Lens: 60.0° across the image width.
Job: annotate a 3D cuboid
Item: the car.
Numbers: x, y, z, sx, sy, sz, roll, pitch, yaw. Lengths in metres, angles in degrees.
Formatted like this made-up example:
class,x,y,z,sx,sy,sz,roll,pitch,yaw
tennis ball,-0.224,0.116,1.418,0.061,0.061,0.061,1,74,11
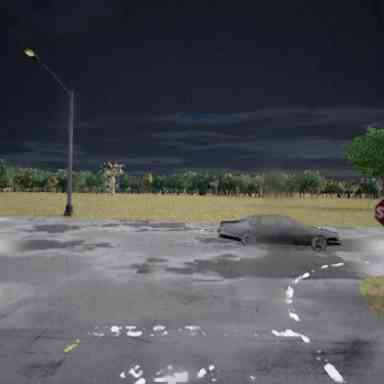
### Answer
class,x,y,z,sx,sy,sz,roll,pitch,yaw
car,3.802,1.744,15.074,5.357,1.411,2.033,3,0,1
